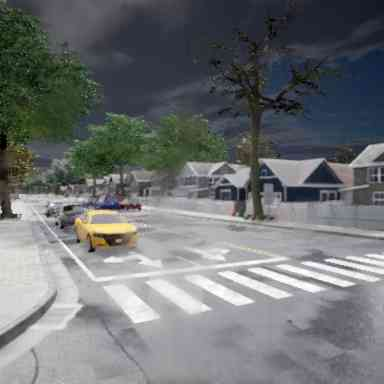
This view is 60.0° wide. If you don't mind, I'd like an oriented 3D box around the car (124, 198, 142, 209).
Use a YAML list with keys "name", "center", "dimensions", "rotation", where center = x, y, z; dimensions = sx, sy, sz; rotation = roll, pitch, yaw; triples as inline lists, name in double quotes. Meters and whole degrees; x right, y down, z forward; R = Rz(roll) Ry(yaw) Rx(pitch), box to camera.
- name: "car"
  center: [-8.472, 1.644, 45.258]
  dimensions: [2.097, 1.767, 4.553]
  rotation: [0, 0, -28]

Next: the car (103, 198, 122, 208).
- name: "car"
  center: [-12.971, 1.779, 53.916]
  dimensions: [1.837, 1.490, 4.892]
  rotation: [0, 0, -27]

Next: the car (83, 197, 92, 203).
- name: "car"
  center: [-15.848, 1.605, 52.407]
  dimensions: [2.097, 1.767, 4.553]
  rotation: [0, 0, -27]

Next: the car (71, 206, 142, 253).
- name: "car"
  center: [-3.831, 1.571, 14.525]
  dimensions: [1.882, 1.535, 5.008]
  rotation: [0, -1, -27]

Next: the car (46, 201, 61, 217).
- name: "car"
  center: [-14.071, 1.732, 34.515]
  dimensions: [2.128, 1.511, 4.902]
  rotation: [0, 0, -27]

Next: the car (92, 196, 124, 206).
- name: "car"
  center: [-10.923, 1.494, 42.915]
  dimensions: [2.150, 2.045, 5.566]
  rotation: [0, 0, -27]

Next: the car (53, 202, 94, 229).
- name: "car"
  center: [-8.589, 1.711, 23.801]
  dimensions: [1.837, 1.490, 4.892]
  rotation: [0, -1, -27]
